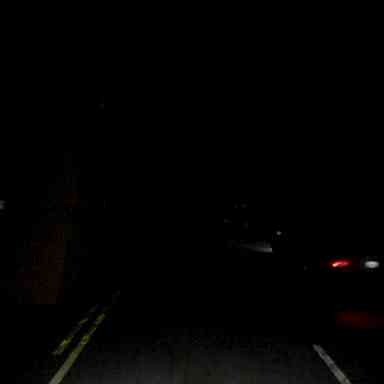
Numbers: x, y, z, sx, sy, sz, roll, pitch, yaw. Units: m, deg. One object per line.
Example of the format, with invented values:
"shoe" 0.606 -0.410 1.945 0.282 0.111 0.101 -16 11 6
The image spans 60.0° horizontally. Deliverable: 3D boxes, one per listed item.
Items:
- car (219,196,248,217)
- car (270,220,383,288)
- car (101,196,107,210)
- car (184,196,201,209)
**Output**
"car" 3.591 1.170 29.636 2.097 1.767 4.553 0 0 0
"car" 3.628 1.497 9.224 2.033 1.411 5.357 0 0 0
"car" -10.617 1.231 37.984 1.837 1.490 4.892 0 0 0
"car" 0.067 1.260 41.176 1.812 1.442 4.674 0 0 0
